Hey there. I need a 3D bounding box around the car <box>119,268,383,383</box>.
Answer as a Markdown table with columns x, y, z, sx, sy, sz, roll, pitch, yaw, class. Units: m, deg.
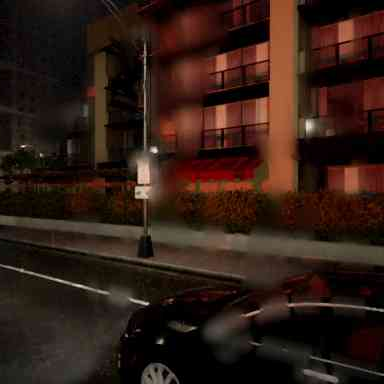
| x | y | z | sx | sy | sz | roll | pitch | yaw | class |
| --- | --- | --- | --- | --- | --- | --- | --- | --- | --- |
| 1.438 | 1.506 | 3.024 | 4.892 | 1.490 | 1.837 | 0 | 0 | 35 | car |
